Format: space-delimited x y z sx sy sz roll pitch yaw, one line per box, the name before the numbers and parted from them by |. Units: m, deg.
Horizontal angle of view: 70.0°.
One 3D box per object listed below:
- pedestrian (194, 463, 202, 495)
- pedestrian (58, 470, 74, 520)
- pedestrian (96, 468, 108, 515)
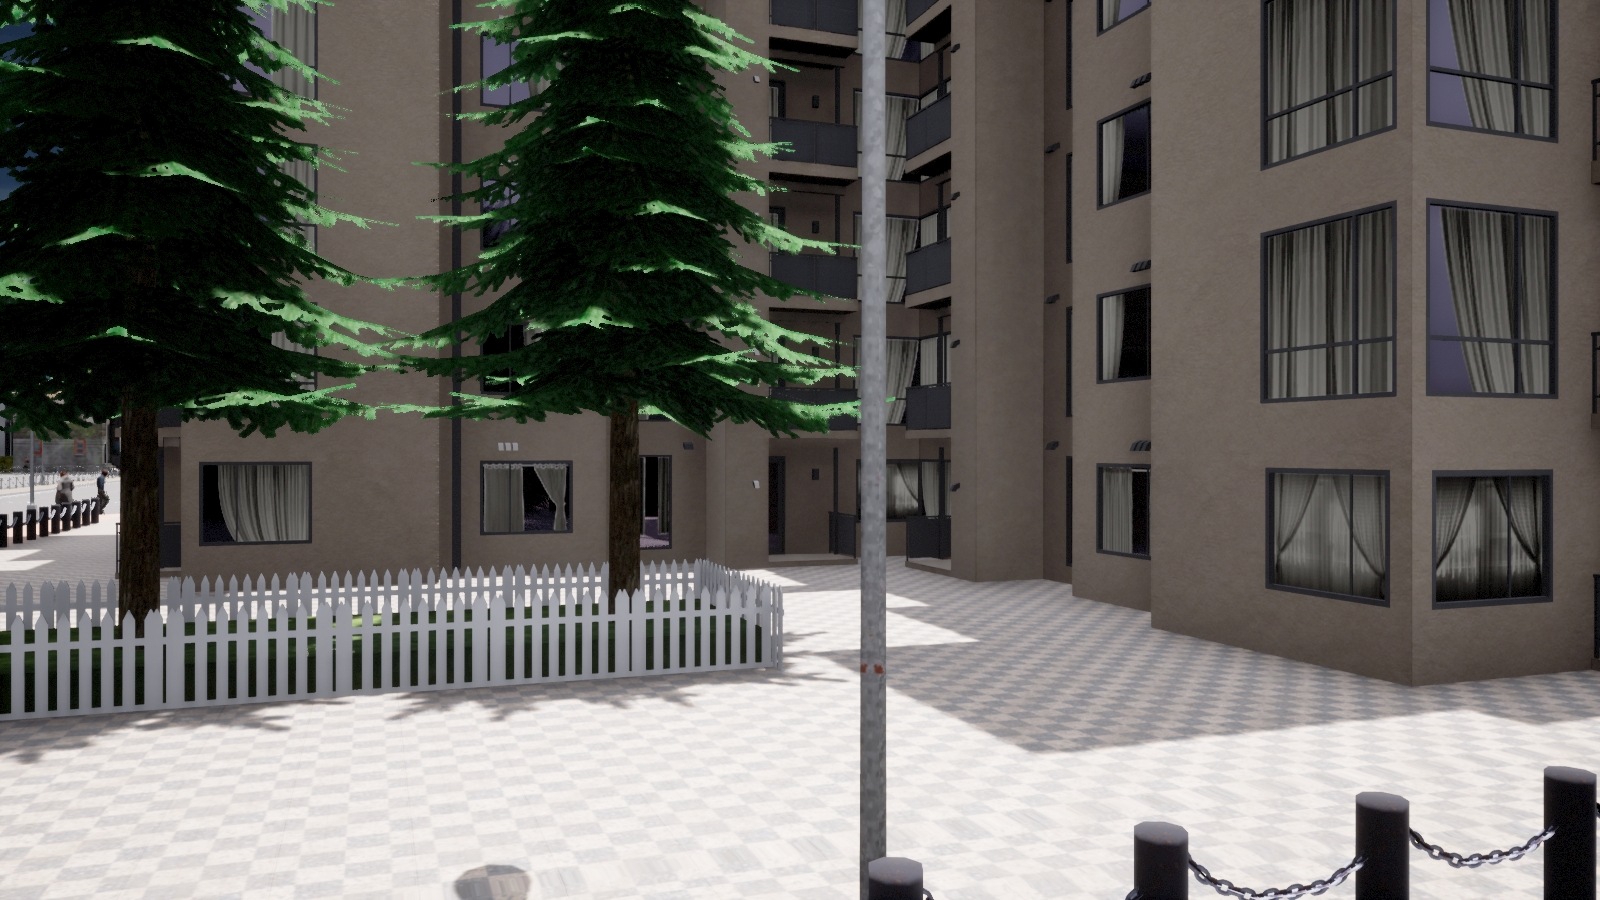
pedestrian | -35.120 1.670 66.643 0.375 1.860 0.375 0 0 -25
pedestrian | -27.259 1.671 42.425 0.375 1.860 0.375 0 0 29
pedestrian | -28.127 1.671 46.053 0.375 1.860 0.375 0 0 -34
